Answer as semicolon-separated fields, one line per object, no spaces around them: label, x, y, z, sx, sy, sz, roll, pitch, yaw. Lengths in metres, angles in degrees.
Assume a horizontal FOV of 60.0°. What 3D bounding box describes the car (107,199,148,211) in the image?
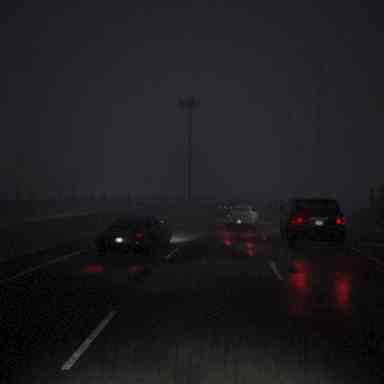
car;-6.682;1.576;36.576;2.128;1.511;4.902;0;0;22

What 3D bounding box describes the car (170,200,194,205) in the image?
car;-0.916;1.696;41.157;1.895;1.301;4.718;0;0;26

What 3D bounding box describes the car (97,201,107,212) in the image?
car;-9.250;1.589;39.533;2.128;1.511;4.902;0;0;23

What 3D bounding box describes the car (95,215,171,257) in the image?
car;-2.137;1.582;13.091;1.994;1.385;4.181;0;0;8

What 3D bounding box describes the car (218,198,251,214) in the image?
car;4.368;1.617;35.514;2.033;1.411;5.357;0;0;24

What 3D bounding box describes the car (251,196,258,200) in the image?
car;14.374;1.572;74.462;1.994;1.385;4.181;-1;-1;44

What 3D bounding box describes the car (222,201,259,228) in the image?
car;3.475;1.566;22.399;1.812;1.442;4.674;0;0;15

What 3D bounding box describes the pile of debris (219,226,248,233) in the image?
pile of debris;2.506;2.210;19.722;1.500;0.140;1.860;0;0;14

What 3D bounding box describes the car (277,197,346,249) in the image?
car;5.255;1.251;15.023;2.150;2.045;5.566;0;0;11

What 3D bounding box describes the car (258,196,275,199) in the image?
car;16.810;1.522;71.950;1.812;1.442;4.674;-1;-1;44

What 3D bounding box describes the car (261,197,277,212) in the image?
car;10.209;1.618;39.542;2.033;1.411;5.357;0;0;28

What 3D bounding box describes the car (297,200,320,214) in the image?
car;13.301;1.623;37.834;1.994;1.385;4.181;0;0;27
